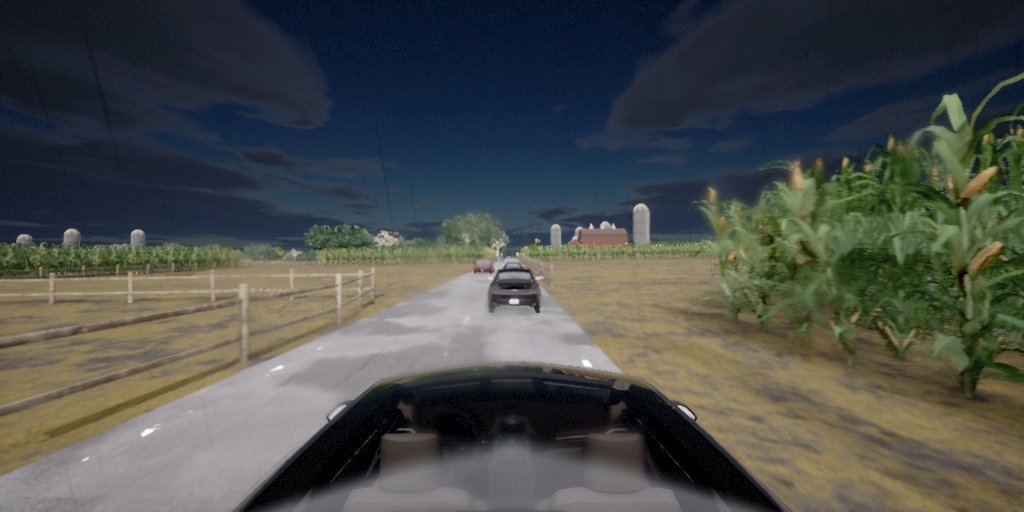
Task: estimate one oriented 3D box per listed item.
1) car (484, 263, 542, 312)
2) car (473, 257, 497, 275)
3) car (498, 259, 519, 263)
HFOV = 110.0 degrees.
[{"bbox_3d":[0.092,1.211,13.972,1.837,1.490,4.892,0,0,0],"label":"car"},{"bbox_3d":[-2.847,1.067,36.798,1.882,1.535,5.008,0,0,0],"label":"car"},{"bbox_3d":[0.090,1.195,29.502,1.994,1.385,4.181,0,0,0],"label":"car"}]
